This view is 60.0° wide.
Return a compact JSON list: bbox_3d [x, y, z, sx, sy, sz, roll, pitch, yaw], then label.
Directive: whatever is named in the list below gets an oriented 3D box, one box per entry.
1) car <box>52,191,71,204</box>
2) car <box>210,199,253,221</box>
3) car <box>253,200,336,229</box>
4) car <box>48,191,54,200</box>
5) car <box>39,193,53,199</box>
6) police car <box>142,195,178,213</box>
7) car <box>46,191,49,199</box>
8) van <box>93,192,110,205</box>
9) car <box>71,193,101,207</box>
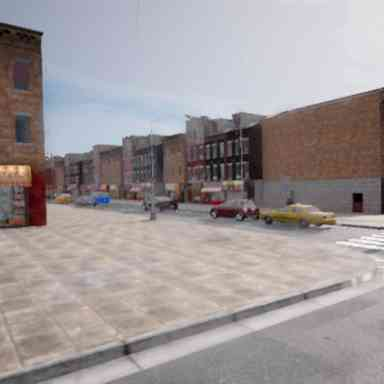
[{"bbox_3d":[-19.950,1.070,52.110,1.882,1.535,5.008,-2,2,-36],"label":"car"},{"bbox_3d":[3.126,1.225,24.691,1.967,1.590,4.097,-1,1,-36],"label":"car"},{"bbox_3d":[6.273,1.343,20.339,1.752,1.417,4.829,-1,1,-36],"label":"car"},{"bbox_3d":[-26.086,0.823,65.114,1.967,1.590,4.097,-1,1,-36],"label":"car"},{"bbox_3d":[-32.577,0.826,74.097,1.947,1.339,4.313,-1,1,-36],"label":"car"},{"bbox_3d":[-3.381,1.138,33.877,1.930,1.638,5.238,-2,1,-36],"label":"police car"},{"bbox_3d":[-29.333,0.637,69.602,2.192,1.841,5.009,-1,1,-36],"label":"car"},{"bbox_3d":[-13.103,0.935,47.146,1.690,1.788,3.998,-1,1,-36],"label":"van"},{"bbox_3d":[-14.147,1.240,44.149,1.994,1.385,4.181,-2,1,-34],"label":"car"}]
